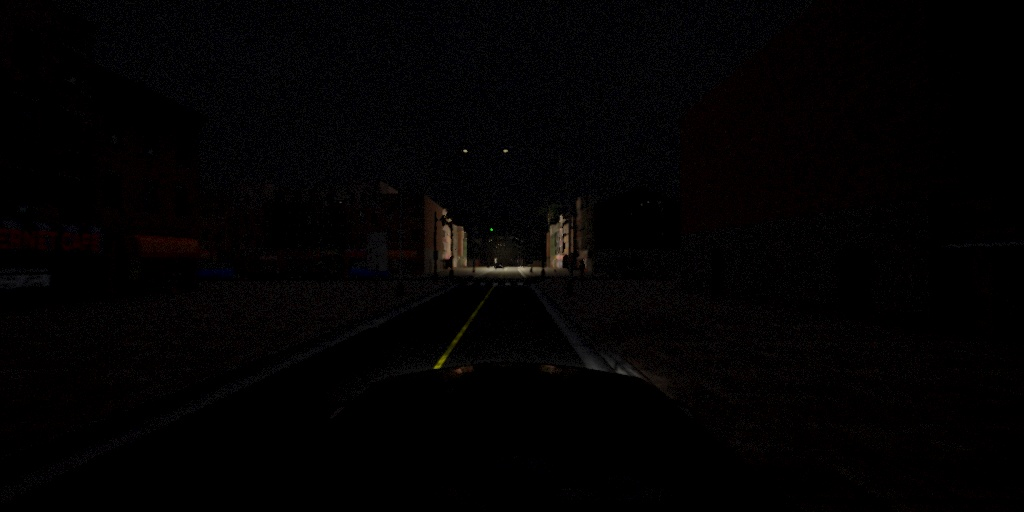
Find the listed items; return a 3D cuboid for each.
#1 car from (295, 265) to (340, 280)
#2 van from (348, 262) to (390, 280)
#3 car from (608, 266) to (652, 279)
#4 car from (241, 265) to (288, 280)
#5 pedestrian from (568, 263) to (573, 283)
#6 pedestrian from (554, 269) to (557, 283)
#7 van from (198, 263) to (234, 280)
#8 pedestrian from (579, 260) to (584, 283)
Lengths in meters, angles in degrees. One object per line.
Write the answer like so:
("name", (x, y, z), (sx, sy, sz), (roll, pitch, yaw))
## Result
("car", (-20.230, 1.662, 37.220), (4.097, 1.591, 1.967), (0, 0, 0))
("van", (-14.755, 1.548, 37.248), (3.998, 1.789, 1.690), (0, 0, 0))
("car", (12.247, 1.693, 37.388), (4.403, 1.370, 2.007), (0, 0, 0))
("car", (-25.705, 1.678, 37.191), (4.097, 1.591, 1.967), (0, 0, 0))
("pedestrian", (4.502, 1.193, 27.730), (0.375, 1.860, 0.375), (0, -1, 0))
("pedestrian", (3.496, 1.591, 28.924), (0.500, 1.100, 0.500), (0, -1, 0))
("van", (-31.180, 1.595, 37.163), (3.998, 1.789, 1.690), (0, 0, 0))
("pedestrian", (5.501, 1.194, 28.330), (0.375, 1.860, 0.375), (0, -1, 0))
